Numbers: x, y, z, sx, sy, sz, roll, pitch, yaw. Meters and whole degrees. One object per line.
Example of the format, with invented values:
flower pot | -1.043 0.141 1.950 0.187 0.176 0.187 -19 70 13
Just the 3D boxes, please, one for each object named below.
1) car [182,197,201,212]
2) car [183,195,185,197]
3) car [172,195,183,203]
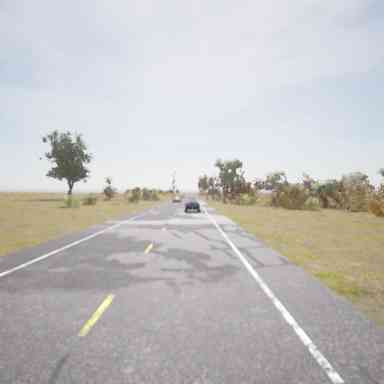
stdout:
car | 0.071 1.660 40.799 1.837 1.490 4.892 0 -2 0
car | 0.063 1.563 54.397 2.097 1.767 4.553 0 0 1
car | -3.547 1.846 76.852 1.994 1.385 4.181 0 0 0
